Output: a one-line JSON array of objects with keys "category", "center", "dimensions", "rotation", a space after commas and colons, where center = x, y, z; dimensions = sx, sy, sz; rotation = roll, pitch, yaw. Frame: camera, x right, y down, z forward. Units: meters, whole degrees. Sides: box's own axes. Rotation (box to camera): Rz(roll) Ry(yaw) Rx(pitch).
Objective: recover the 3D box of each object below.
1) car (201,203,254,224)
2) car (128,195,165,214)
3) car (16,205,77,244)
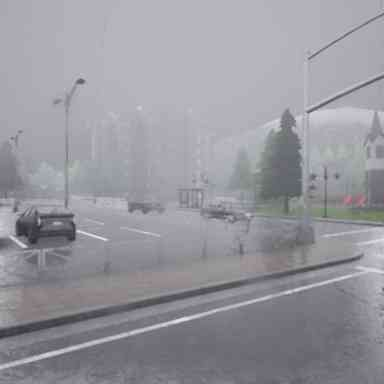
[{"category": "car", "center": [2.713, 1.601, 26.129], "dimensions": [2.128, 1.511, 4.902], "rotation": [0, 0, -36]}, {"category": "car", "center": [-5.151, 1.331, 36.804], "dimensions": [2.150, 2.045, 5.566], "rotation": [0, 0, -37]}, {"category": "car", "center": [-6.670, 1.360, 15.093], "dimensions": [2.007, 1.523, 4.514], "rotation": [0, 0, -36]}]
